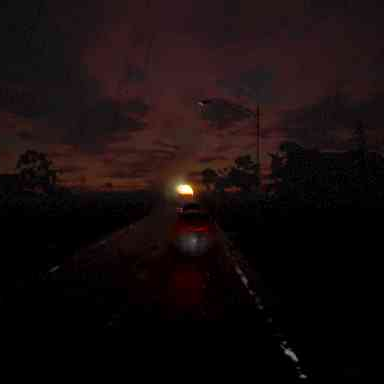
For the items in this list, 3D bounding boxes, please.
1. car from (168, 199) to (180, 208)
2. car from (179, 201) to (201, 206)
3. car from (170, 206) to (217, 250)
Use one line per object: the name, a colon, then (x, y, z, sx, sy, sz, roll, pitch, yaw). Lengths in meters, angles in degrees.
car: (-2.816, 1.909, 54.453, 1.994, 1.385, 4.181, 0, 0, 0)
car: (0.062, 1.691, 29.837, 1.837, 1.490, 4.892, 0, 0, 0)
car: (0.072, 1.594, 14.807, 1.837, 1.490, 4.892, 0, 0, 0)
